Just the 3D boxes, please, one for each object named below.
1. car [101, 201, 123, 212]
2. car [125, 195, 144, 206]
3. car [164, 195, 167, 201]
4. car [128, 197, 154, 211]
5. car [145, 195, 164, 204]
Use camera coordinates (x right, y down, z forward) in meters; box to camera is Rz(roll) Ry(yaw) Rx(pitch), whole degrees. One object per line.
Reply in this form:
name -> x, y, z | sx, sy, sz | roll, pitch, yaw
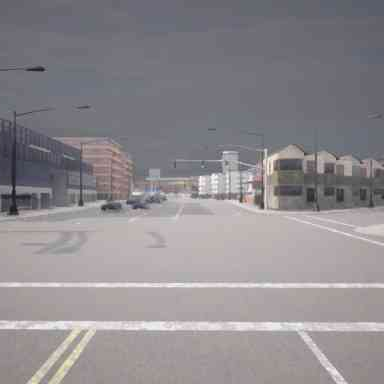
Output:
car -> -10.506, 1.846, 43.648 | 1.895, 1.301, 4.718 | 0, 0, 0
car -> -10.446, 1.614, 59.122 | 2.033, 1.411, 5.357 | 0, 1, 0
car -> -6.831, 1.431, 77.641 | 2.033, 1.411, 5.357 | 0, 0, 0
car -> -6.997, 1.779, 46.084 | 2.033, 1.411, 5.357 | 0, 0, 0
car -> -6.925, 1.364, 62.268 | 2.097, 1.767, 4.553 | 0, 1, 1
